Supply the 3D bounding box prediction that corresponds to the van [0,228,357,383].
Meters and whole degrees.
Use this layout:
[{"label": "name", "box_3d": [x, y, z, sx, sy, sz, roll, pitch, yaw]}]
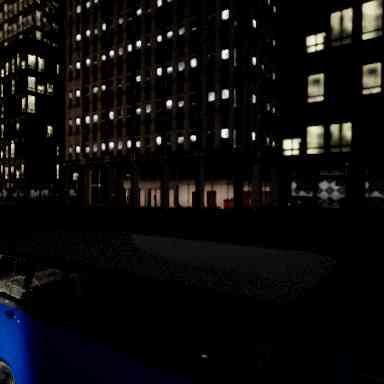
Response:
[{"label": "van", "box_3d": [-0.540, 1.335, 3.252, 3.998, 1.788, 1.690, 0, 0, 36]}]
